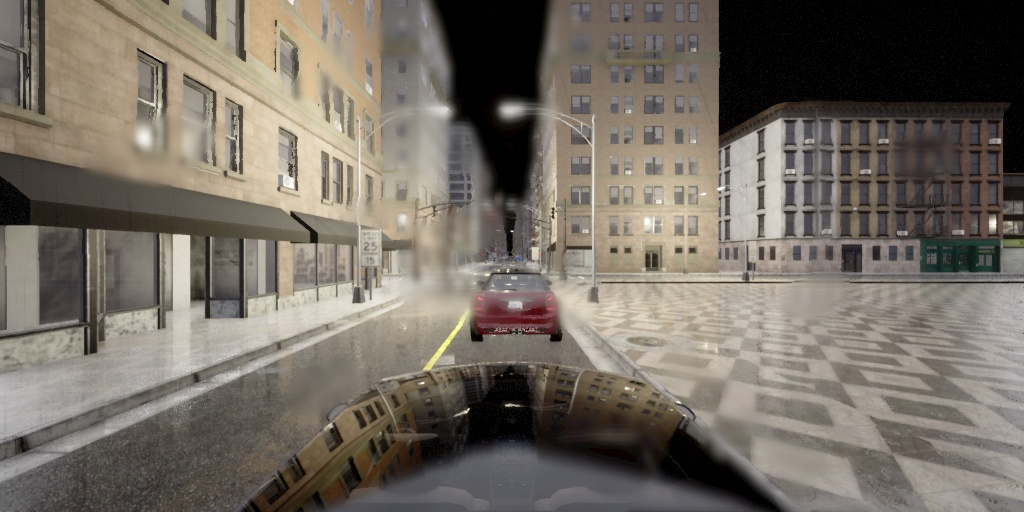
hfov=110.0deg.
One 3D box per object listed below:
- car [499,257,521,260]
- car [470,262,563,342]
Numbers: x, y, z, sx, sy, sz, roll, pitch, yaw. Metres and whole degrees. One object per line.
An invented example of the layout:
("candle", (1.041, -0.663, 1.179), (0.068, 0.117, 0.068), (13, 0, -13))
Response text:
("car", (0.054, 1.101, 19.772), (2.097, 1.767, 4.553), (0, 0, -1))
("car", (0.104, 1.102, 9.956), (2.097, 1.767, 4.553), (0, 0, 0))
